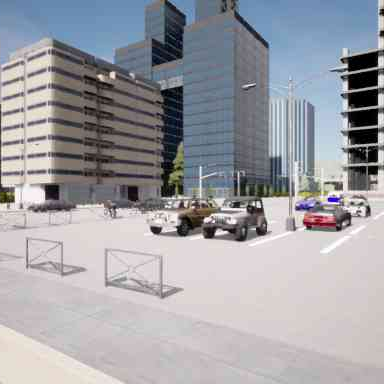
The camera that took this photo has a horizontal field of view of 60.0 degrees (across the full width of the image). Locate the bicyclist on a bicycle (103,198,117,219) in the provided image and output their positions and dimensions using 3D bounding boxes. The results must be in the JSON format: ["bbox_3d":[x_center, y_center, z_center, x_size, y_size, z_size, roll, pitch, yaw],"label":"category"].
[{"bbox_3d":[-6.480,1.302,26.203,1.656,1.620,0.582,0,0,34],"label":"bicyclist on a bicycle"}]

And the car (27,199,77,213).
[{"bbox_3d":[-15.914,1.547,38.151,2.033,1.411,5.357,0,0,34],"label":"car"}]

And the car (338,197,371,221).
[{"bbox_3d":[14.136,1.395,28.564,1.970,1.475,3.806,0,0,34],"label":"car"}]

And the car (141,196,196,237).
[{"bbox_3d":[-0.237,1.153,17.252,1.932,1.855,4.605,0,0,34],"label":"car"}]

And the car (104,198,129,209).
[{"bbox_3d":[-10.288,1.564,46.524,1.994,1.385,4.181,0,0,35],"label":"car"}]

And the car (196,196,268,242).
[{"bbox_3d":[2.133,1.156,15.590,1.905,1.878,3.866,0,0,34],"label":"car"}]

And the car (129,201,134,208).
[{"bbox_3d":[-4.955,1.547,41.590,2.033,1.411,5.357,0,0,34],"label":"car"}]

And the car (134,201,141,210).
[{"bbox_3d":[-3.842,1.505,36.957,1.837,1.490,4.892,0,0,34],"label":"car"}]

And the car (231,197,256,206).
[{"bbox_3d":[8.747,1.547,55.787,2.033,1.411,5.357,0,0,34],"label":"car"}]
